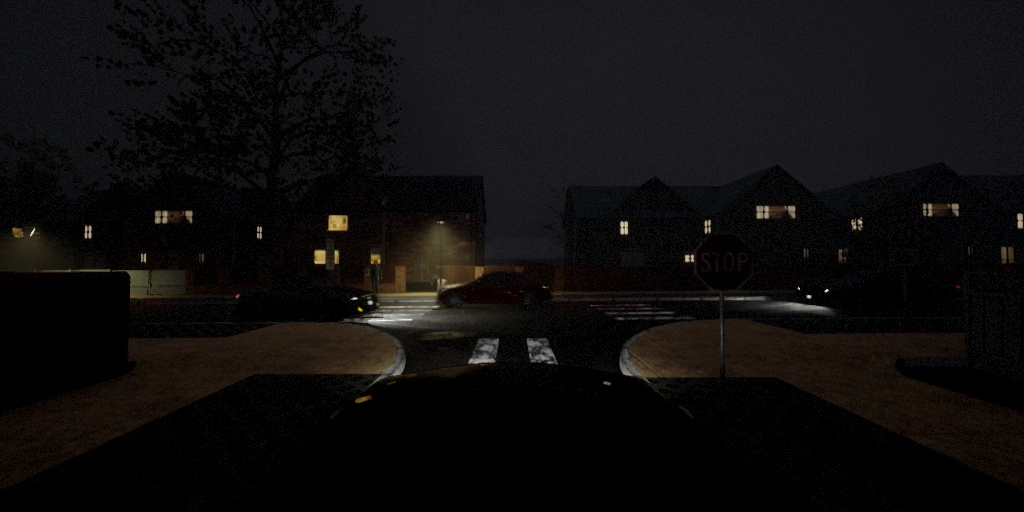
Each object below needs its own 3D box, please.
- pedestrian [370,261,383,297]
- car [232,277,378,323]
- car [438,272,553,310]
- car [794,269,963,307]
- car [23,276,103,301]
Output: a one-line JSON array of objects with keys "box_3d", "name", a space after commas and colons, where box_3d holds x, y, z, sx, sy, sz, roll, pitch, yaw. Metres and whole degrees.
[{"box_3d": [-6.750, 1.111, 17.750, 0.375, 1.860, 0.375, 0, -1, 1], "name": "pedestrian"}, {"box_3d": [-6.691, 1.386, 11.883, 4.181, 1.385, 1.994, -1, -1, 1], "name": "car"}, {"box_3d": [-0.683, 1.366, 14.759, 4.674, 1.442, 1.812, 0, -1, 1], "name": "car"}, {"box_3d": [14.778, 1.250, 14.593, 5.357, 1.411, 2.033, 0, -1, 1], "name": "car"}, {"box_3d": [-20.140, 1.517, 15.018, 5.008, 1.535, 1.882, -1, -1, 0], "name": "car"}]
